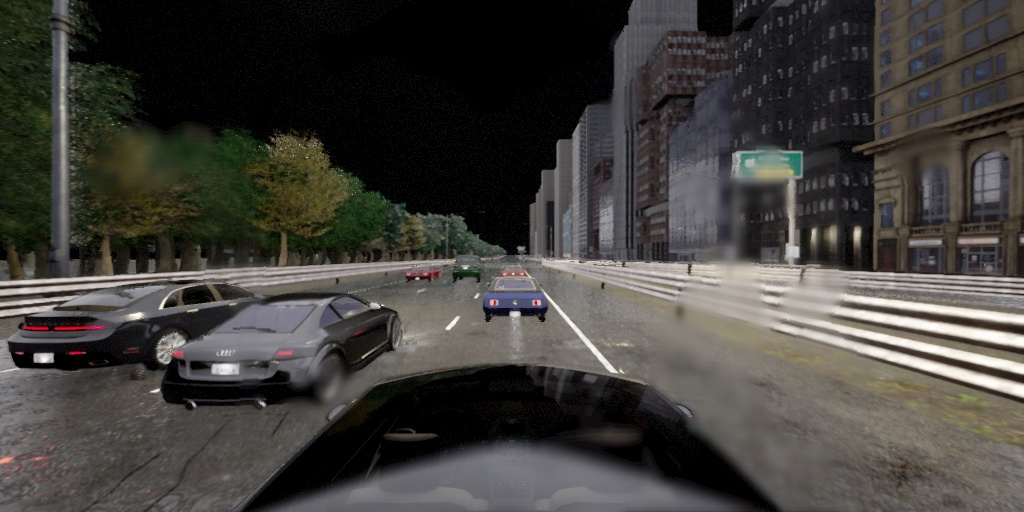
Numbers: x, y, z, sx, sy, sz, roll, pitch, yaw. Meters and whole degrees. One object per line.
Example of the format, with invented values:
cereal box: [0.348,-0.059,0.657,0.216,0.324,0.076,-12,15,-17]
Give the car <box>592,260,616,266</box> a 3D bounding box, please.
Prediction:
car: [13.834,1.378,54.563,2.163,1.488,4.792,0,0,-17]

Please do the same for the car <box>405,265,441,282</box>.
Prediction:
car: [-6.910,1.361,28.424,1.895,1.301,4.718,0,0,0]

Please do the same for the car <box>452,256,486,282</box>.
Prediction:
car: [-3.410,0.982,28.965,2.150,2.045,5.566,0,0,0]

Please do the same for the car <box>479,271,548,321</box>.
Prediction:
car: [0.096,1.352,12.347,1.895,1.301,4.718,0,0,0]

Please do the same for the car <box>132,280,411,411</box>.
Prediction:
car: [-3.402,1.314,6.269,1.994,1.385,4.181,0,0,0]

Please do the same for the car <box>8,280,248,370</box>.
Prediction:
car: [-6.904,1.256,7.710,1.837,1.490,4.892,0,0,0]

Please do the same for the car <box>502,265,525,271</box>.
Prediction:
car: [0.089,1.361,28.370,1.895,1.301,4.718,0,0,0]
